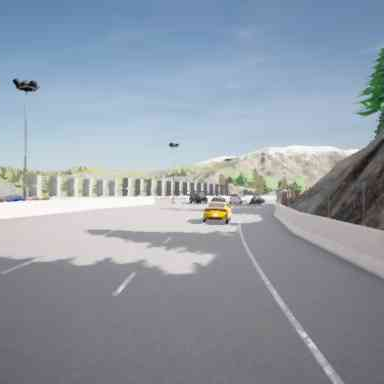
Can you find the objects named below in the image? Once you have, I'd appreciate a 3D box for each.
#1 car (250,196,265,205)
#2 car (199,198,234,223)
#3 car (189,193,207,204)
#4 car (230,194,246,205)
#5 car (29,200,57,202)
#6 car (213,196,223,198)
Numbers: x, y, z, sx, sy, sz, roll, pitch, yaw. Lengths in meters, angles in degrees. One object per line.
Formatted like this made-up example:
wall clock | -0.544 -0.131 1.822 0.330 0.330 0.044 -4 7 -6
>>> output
car | 12.528 1.518 63.295 2.097 1.767 4.553 1 0 23
car | 2.044 1.502 26.132 1.882 1.535 5.008 0 0 9
car | 1.319 1.228 63.960 2.150 2.045 5.566 0 0 22
car | 8.825 1.334 63.863 2.150 2.045 5.566 0 0 23
car | -17.313 1.228 37.545 1.882 1.535 5.008 1 0 11
car | 5.191 1.553 63.893 2.128 1.511 4.902 1 0 22
